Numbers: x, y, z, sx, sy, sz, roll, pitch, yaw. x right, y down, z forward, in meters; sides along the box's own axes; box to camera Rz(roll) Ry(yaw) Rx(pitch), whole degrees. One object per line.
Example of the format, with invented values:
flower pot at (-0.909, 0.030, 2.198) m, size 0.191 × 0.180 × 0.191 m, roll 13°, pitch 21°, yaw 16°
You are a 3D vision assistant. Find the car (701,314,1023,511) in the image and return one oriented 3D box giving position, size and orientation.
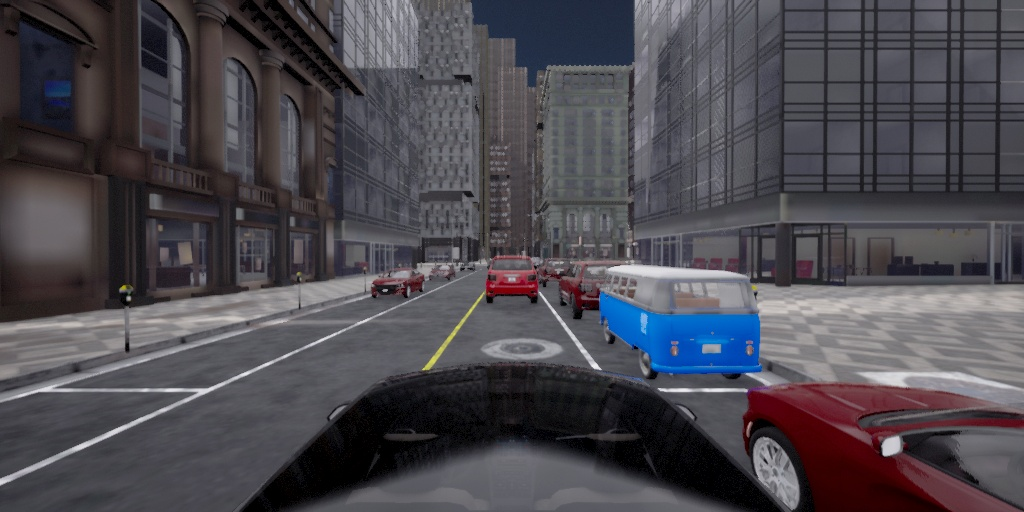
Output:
car at (2.857, 1.292, 1.320) m, size 1.888 × 1.381 × 4.507 m, roll 0°, pitch 0°, yaw 0°

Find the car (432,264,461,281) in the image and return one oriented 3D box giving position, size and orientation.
car at (-5.668, 1.317, 29.562) m, size 1.802 × 1.307 × 4.207 m, roll 0°, pitch 0°, yaw 0°

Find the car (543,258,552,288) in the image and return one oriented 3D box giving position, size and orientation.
car at (2.857, 1.054, 23.915) m, size 2.192 × 1.841 × 5.009 m, roll 0°, pitch 0°, yaw 0°

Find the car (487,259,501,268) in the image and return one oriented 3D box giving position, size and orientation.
car at (-3.000, 1.289, 60.170) m, size 2.033 × 1.411 × 5.357 m, roll 0°, pitch 0°, yaw 0°

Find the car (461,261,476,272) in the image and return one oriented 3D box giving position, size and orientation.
car at (-5.668, 1.278, 46.510) m, size 1.948 × 1.339 × 4.313 m, roll 0°, pitch 0°, yaw 0°

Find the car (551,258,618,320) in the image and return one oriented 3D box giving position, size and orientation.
car at (2.857, 1.060, 12.617) m, size 2.192 × 1.841 × 5.009 m, roll 0°, pitch 0°, yaw 0°

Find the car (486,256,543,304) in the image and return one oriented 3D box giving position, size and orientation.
car at (0.000, 1.003, 16.530) m, size 2.150 × 2.045 × 5.566 m, roll 0°, pitch 0°, yaw 0°

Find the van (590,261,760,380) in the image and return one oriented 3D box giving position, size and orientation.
van at (2.857, 1.087, 6.968) m, size 1.690 × 1.789 × 3.998 m, roll 0°, pitch 0°, yaw 0°

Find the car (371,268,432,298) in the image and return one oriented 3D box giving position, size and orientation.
car at (-5.668, 1.288, 18.264) m, size 1.888 × 1.381 × 4.507 m, roll 0°, pitch 0°, yaw 0°
